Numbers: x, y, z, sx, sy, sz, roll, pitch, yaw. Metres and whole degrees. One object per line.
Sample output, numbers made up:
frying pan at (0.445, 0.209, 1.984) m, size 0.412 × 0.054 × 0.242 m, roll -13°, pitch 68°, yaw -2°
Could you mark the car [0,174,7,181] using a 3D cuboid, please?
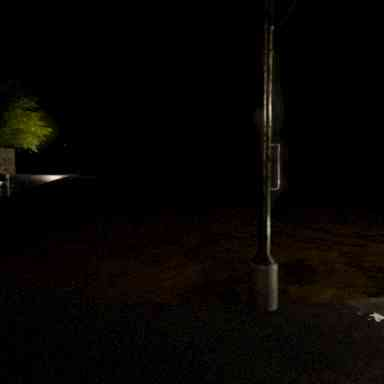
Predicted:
car at (-25.856, -2.210, 44.343) m, size 1.837 × 1.490 × 4.892 m, roll -1°, pitch 4°, yaw -16°
